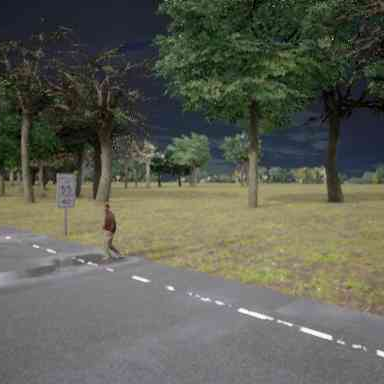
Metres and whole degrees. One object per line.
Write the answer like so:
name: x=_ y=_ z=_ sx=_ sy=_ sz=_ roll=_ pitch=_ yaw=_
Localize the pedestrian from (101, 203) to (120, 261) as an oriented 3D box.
pedestrian: x=-2.605 y=1.214 z=10.531 sx=0.375 sy=1.860 sz=0.375 roll=2 pitch=2 yaw=44
